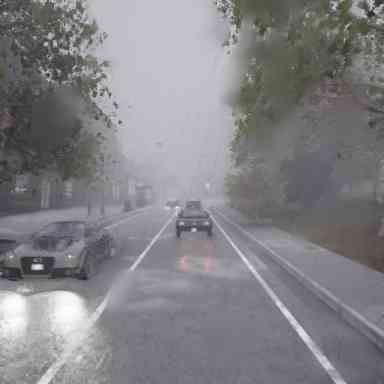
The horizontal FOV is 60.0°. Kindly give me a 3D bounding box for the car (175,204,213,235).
[{"bbox_3d":[0.103,1.591,18.681,1.895,1.301,4.718,0,0,0],"label":"car"}]

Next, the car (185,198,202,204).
[{"bbox_3d":[0.215,1.479,41.725,1.837,1.490,4.892,0,0,2],"label":"car"}]

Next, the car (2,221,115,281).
[{"bbox_3d":[-3.599,1.559,9.731,1.994,1.385,4.181,0,0,0],"label":"car"}]

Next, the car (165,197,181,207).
[{"bbox_3d":[-2.928,1.512,51.379,1.812,1.442,4.674,-1,0,5],"label":"car"}]
